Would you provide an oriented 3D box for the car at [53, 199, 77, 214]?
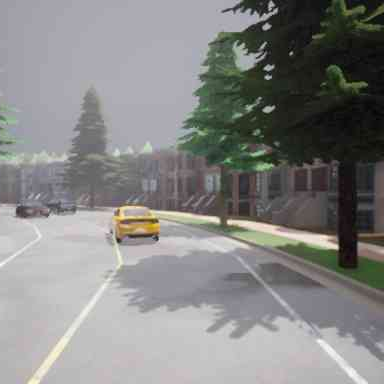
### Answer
[{"bbox_3d":[-13.373,1.406,33.758,2.128,1.511,4.902,0,0,-42],"label":"car"}]

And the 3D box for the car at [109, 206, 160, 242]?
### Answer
[{"bbox_3d":[-2.917,1.425,16.260,1.882,1.535,5.008,0,0,-18],"label":"car"}]

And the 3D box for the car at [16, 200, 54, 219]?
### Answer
[{"bbox_3d":[-13.539,1.500,28.220,1.994,1.385,4.181,0,0,-38],"label":"car"}]
